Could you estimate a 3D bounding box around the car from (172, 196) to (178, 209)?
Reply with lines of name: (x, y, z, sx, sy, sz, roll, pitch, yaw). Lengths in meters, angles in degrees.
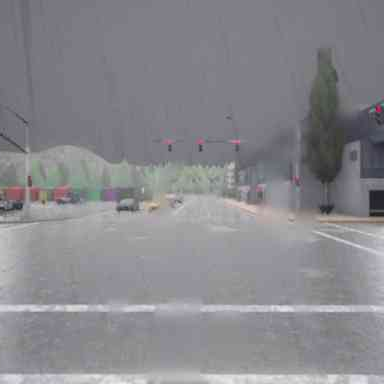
car: (-3.327, 1.496, 44.141, 1.837, 1.490, 4.892, 0, 0, 2)

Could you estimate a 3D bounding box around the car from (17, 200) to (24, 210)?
car: (-21.310, 1.149, 37.705, 3.866, 1.878, 1.905, 0, 0, 0)

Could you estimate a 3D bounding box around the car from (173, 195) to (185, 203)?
car: (-2.612, 1.366, 69.048, 2.128, 1.511, 4.902, 0, 0, 2)

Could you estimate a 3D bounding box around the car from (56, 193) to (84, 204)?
car: (-21.285, 1.145, 57.329, 3.866, 1.878, 1.905, 0, 0, 0)

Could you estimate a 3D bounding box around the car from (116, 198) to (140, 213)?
car: (-7.099, 1.470, 37.099, 1.882, 1.535, 5.008, 0, 0, 1)

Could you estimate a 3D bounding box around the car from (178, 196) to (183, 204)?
car: (-2.882, 1.465, 61.918, 1.882, 1.535, 5.008, 0, 0, 2)

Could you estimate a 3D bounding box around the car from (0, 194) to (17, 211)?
car: (-21.373, 1.147, 34.811, 4.605, 1.855, 1.932, 0, 0, 0)

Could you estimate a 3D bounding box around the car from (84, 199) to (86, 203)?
car: (-21.265, 1.384, 60.224, 3.806, 1.475, 1.970, 0, 0, 0)

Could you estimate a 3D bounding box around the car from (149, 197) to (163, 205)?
car: (-6.434, 1.552, 60.390, 1.994, 1.385, 4.181, 0, 0, 2)

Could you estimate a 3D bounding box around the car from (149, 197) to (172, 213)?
car: (-3.604, 1.470, 36.842, 1.882, 1.535, 5.008, 0, 0, 1)
